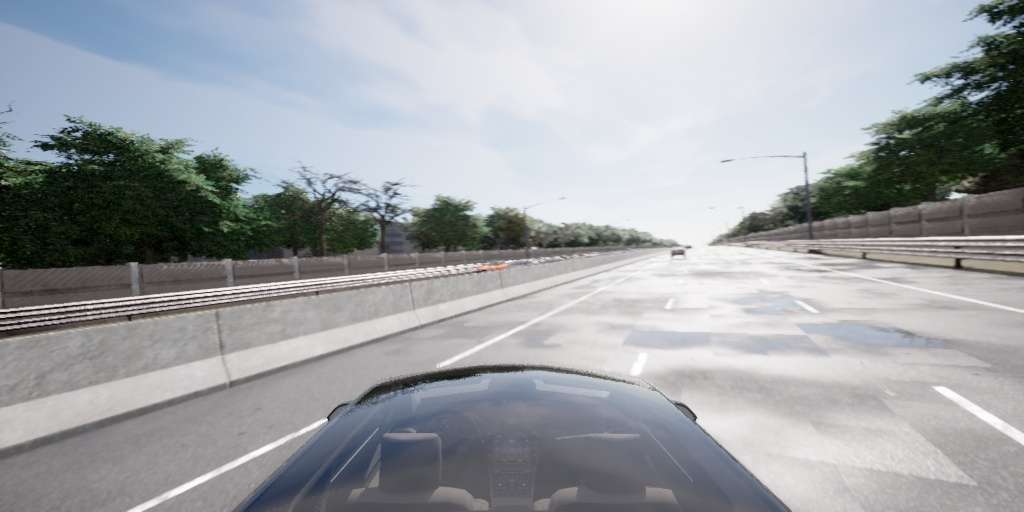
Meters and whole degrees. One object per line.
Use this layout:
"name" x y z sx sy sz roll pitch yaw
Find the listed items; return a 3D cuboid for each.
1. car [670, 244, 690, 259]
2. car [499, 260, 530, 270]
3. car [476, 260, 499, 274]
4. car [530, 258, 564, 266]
"car" 23.053 -0.574 49.736 2.128 1.511 4.902 -4 0 28
"car" 0.937 1.232 37.824 1.837 1.490 4.892 -4 0 28
"car" -2.084 1.310 39.593 2.097 1.767 4.553 -4 0 28
"car" 4.025 0.996 36.192 1.837 1.490 4.892 -4 0 28
